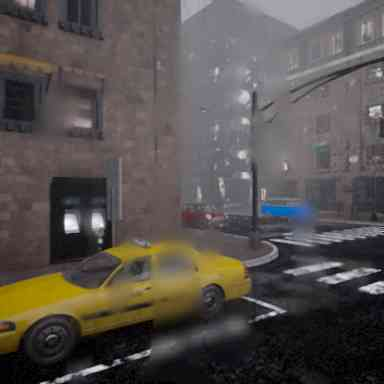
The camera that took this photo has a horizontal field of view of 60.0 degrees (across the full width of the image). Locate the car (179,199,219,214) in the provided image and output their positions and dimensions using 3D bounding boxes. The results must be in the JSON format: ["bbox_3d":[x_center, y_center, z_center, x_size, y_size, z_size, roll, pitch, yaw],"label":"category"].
[{"bbox_3d":[0.660,1.526,35.987,1.752,1.417,4.829,0,0,-36],"label":"car"}]

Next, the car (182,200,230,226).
[{"bbox_3d":[0.611,1.487,21.778,1.967,1.590,4.097,0,0,-36],"label":"car"}]

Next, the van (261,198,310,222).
[{"bbox_3d":[7.407,1.357,26.682,1.690,1.788,3.998,0,0,-36],"label":"van"}]

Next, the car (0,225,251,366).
[{"bbox_3d":[-1.105,1.534,5.780,4.829,1.417,1.752,0,-1,-36],"label":"car"}]
